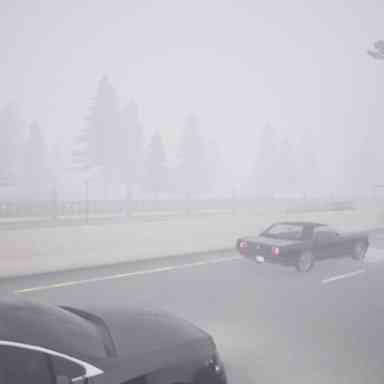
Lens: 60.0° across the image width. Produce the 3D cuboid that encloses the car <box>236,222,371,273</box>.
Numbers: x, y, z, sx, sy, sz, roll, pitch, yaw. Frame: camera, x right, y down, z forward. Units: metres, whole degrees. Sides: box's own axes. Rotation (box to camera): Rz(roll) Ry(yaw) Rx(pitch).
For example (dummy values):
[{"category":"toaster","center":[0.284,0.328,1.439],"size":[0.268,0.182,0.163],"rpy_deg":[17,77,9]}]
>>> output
[{"category":"car","center":[3.741,1.607,10.713],"size":[4.718,1.301,1.895],"rpy_deg":[0,0,-35]}]

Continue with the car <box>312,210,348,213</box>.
[{"category":"car","center":[13.055,1.524,30.478],"size":[4.892,1.490,1.837],"rpy_deg":[0,0,-35]}]

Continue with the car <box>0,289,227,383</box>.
[{"category":"car","center":[-1.919,1.505,2.377],"size":[4.892,1.490,1.837],"rpy_deg":[0,0,-35]}]
